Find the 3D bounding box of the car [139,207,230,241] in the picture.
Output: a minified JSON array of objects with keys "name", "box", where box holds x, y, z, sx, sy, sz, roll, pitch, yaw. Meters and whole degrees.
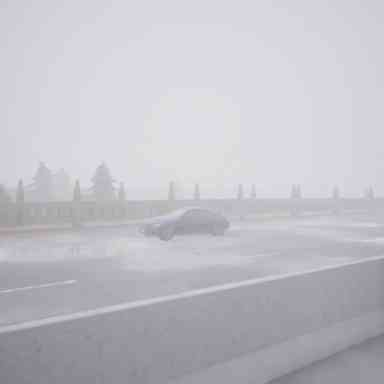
[{"name":"car","box":[-0.248,1.471,16.260,4.674,1.442,1.812,0,0,-32]}]
